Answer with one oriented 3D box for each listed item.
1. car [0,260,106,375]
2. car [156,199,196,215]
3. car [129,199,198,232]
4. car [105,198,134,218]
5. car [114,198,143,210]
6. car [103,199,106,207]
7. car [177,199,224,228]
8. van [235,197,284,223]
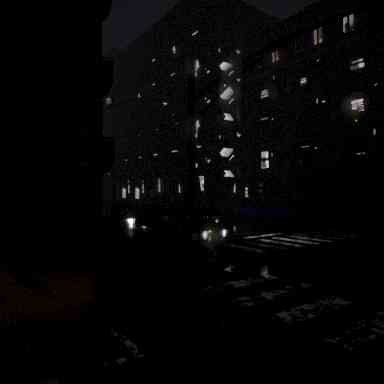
[{"bbox_3d":[-3.549,1.525,4.036,4.829,1.417,1.752,0,0,-35],"label":"car"},{"bbox_3d":[-1.755,1.450,34.242,1.752,1.417,4.829,0,0,-36],"label":"car"},{"bbox_3d":[-1.818,1.441,20.033,1.967,1.590,4.097,0,0,-36],"label":"car"},{"bbox_3d":[-5.816,1.532,29.975,1.994,1.385,4.181,-1,0,-36],"label":"car"},{"bbox_3d":[-8.293,1.463,43.277,1.887,1.381,4.507,-1,0,-36],"label":"car"},{"bbox_3d":[-14.256,1.429,47.008,2.128,1.511,4.902,-1,0,-36],"label":"car"},{"bbox_3d":[0.050,1.473,21.866,2.128,1.511,4.902,-1,0,-36],"label":"car"},{"bbox_3d":[4.982,1.280,24.930,1.690,1.788,3.998,0,0,-36],"label":"van"}]
